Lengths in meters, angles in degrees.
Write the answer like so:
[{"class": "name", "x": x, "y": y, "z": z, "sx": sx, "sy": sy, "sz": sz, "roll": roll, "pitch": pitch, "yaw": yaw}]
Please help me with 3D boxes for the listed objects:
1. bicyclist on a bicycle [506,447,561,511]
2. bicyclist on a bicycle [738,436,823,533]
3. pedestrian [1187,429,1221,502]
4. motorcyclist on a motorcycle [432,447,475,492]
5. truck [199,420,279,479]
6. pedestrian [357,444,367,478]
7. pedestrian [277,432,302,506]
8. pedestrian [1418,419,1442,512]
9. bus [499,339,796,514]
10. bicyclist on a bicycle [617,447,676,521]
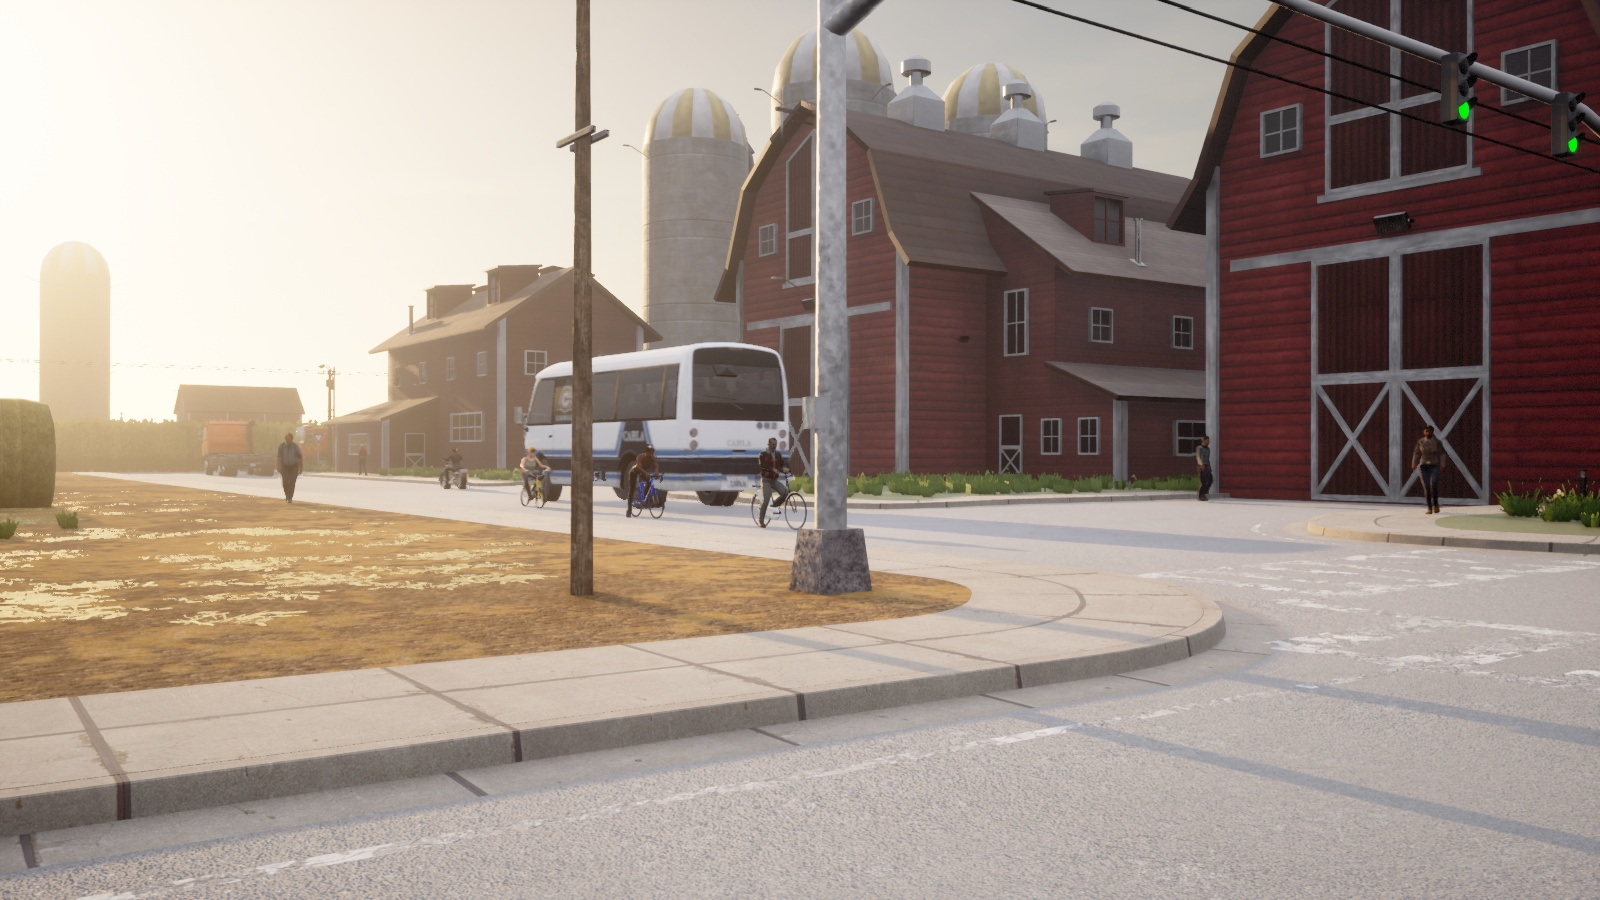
[{"class": "bicyclist on a bicycle", "x": -7.059, "y": 0.752, "z": 33.227, "sx": 0.866, "sy": 1.612, "sz": 1.509, "roll": 0, "pitch": 1, "yaw": -36}, {"class": "bicyclist on a bicycle", "x": -0.399, "y": 0.641, "z": 24.027, "sx": 0.659, "sy": 1.776, "sz": 1.843, "roll": -1, "pitch": 0, "yaw": -36}, {"class": "pedestrian", "x": 11.049, "y": 0.421, "z": 34.340, "sx": 0.423, "sy": 1.949, "sz": 0.788, "roll": 0, "pitch": 0, "yaw": -36}, {"class": "motorcyclist on a motorcycle", "x": -13.141, "y": 0.758, "z": 47.606, "sx": 0.766, "sy": 1.649, "sz": 2.350, "roll": -1, "pitch": -1, "yaw": -36}, {"class": "truck", "x": -34.605, "y": -0.001, "z": 77.277, "sx": 2.891, "sy": 3.462, "sz": 7.936, "roll": 0, "pitch": 0, "yaw": -36}, {"class": "pedestrian", "x": -24.281, "y": 0.602, "z": 69.581, "sx": 0.331, "sy": 1.846, "sz": 0.636, "roll": 0, "pitch": 0, "yaw": -38}, {"class": "pedestrian", "x": -12.869, "y": 0.480, "z": 31.654, "sx": 0.540, "sy": 1.848, "sz": 0.694, "roll": 0, "pitch": 0, "yaw": -18}, {"class": "pedestrian", "x": 12.448, "y": 0.293, "z": 24.801, "sx": 0.328, "sy": 1.805, "sz": 0.869, "roll": 0, "pitch": 0, "yaw": 32}, {"class": "bus", "x": -4.719, "y": -0.560, "z": 35.971, "sx": 3.944, "sy": 4.253, "sz": 10.273, "roll": 0, "pitch": 0, "yaw": -36}, {"class": "bicyclist on a bicycle", "x": -3.468, "y": 0.747, "z": 28.271, "sx": 0.582, "sy": 1.620, "sz": 1.656, "roll": 0, "pitch": 0, "yaw": -36}]
